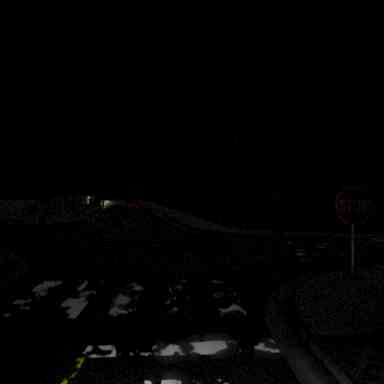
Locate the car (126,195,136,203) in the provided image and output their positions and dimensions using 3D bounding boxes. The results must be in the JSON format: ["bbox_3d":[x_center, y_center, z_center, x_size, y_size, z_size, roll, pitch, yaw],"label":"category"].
[{"bbox_3d":[-13.107,1.467,71.333,1.837,1.490,4.892,0,0,-12],"label":"car"}]

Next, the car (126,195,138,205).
[{"bbox_3d":[-10.921,1.553,61.143,1.882,1.535,5.008,0,0,-12],"label":"car"}]
